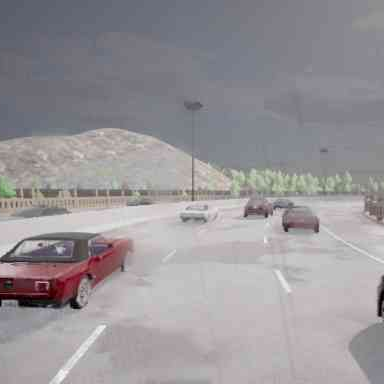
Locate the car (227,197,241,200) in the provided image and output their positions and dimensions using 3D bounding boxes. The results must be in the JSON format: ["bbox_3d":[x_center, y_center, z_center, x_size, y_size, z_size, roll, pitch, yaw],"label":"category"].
[{"bbox_3d":[8.708,1.523,57.516,2.128,1.511,4.902,0,0,36],"label":"car"}]

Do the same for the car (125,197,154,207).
[{"bbox_3d":[-6.960,1.502,44.652,1.837,1.490,4.892,0,0,26],"label":"car"}]

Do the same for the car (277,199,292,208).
[{"bbox_3d":[11.692,1.544,42.448,2.033,1.411,5.357,0,0,31],"label":"car"}]

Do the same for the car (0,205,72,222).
[{"bbox_3d":[-8.469,1.504,18.246,1.837,1.490,4.892,0,0,12],"label":"car"}]

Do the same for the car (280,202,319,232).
[{"bbox_3d":[6.619,1.562,20.500,1.994,1.385,4.181,0,0,14],"label":"car"}]

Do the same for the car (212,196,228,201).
[{"bbox_3d":[5.364,1.488,58.848,2.128,1.511,4.902,0,0,36],"label":"car"}]

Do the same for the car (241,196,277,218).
[{"bbox_3d":[6.209,1.351,30.549,2.097,1.767,4.553,0,0,21],"label":"car"}]

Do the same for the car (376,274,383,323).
[{"bbox_3d":[3.856,1.491,3.517,2.128,1.511,4.902,0,0,3],"label":"car"}]

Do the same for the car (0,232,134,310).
[{"bbox_3d":[-2.836,1.600,7.827,1.895,1.301,4.718,0,0,6],"label":"car"}]

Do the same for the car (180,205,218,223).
[{"bbox_3d":[0.676,1.599,25.337,1.895,1.301,4.718,0,0,17],"label":"car"}]
